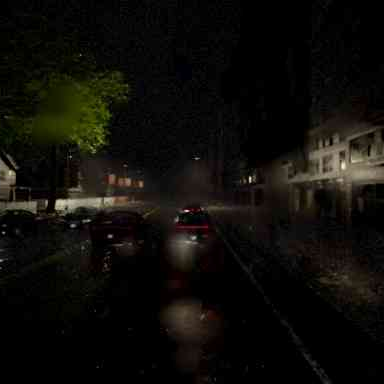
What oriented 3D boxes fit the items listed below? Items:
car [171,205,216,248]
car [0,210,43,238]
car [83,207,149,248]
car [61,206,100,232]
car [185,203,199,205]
[{"bbox_3d":[0.065,1.594,15.353,2.128,1.511,4.902,0,0,0],"label":"car"},{"bbox_3d":[-9.885,1.684,18.211,1.994,1.385,4.181,0,0,0],"label":"car"},{"bbox_3d":[-3.180,1.580,15.389,1.882,1.535,5.008,0,0,0],"label":"car"},{"bbox_3d":[-6.640,1.630,20.991,2.128,1.511,4.902,0,0,0],"label":"car"},{"bbox_3d":[0.029,1.830,35.301,1.895,1.301,4.718,0,0,0],"label":"car"}]
